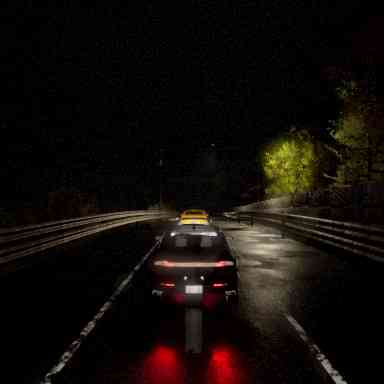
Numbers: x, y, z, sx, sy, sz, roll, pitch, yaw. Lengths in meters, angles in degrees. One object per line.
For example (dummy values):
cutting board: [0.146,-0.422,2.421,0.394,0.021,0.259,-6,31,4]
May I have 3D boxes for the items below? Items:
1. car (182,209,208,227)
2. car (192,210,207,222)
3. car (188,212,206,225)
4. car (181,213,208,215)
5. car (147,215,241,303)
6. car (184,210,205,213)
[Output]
car: [0.307,2.359,30.412,2.128,1.511,4.902,0,-3,1]
car: [1.029,3.318,45.858,1.882,1.535,5.008,0,-4,3]
car: [0.598,2.842,36.533,1.895,1.301,4.718,0,-4,2]
car: [0.079,1.824,15.361,1.895,1.301,4.718,0,-2,0]
car: [0.048,1.560,8.350,2.128,1.511,4.902,0,-1,0]
car: [0.173,2.034,24.308,1.882,1.535,5.008,0,-3,1]
